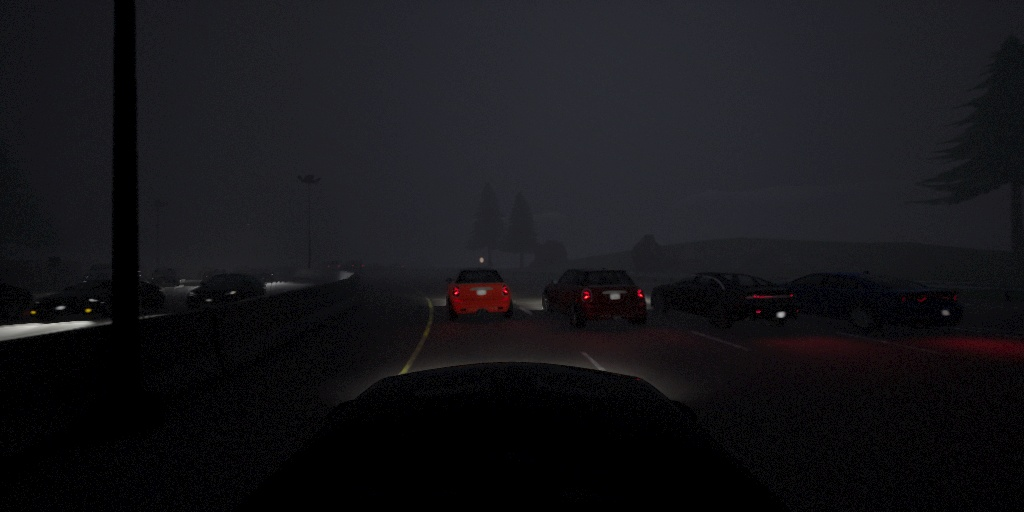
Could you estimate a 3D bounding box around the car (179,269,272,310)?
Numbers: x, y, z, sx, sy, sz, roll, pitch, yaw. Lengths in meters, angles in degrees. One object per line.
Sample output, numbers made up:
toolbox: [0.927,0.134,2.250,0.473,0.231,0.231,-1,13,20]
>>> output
car: [-13.230,1.558,16.937,1.812,1.442,4.674,0,-1,-19]

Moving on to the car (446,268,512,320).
car: [-1.384,1.215,13.578,2.097,1.767,4.553,-1,-1,-11]

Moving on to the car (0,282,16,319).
car: [-18.904,1.560,11.683,1.837,1.490,4.892,1,-1,-15]

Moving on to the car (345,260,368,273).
car: [-25.527,1.712,57.379,2.150,2.045,5.566,0,-1,-42]

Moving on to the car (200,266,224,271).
car: [-28.680,1.953,34.719,1.895,1.301,4.718,0,-1,-42]

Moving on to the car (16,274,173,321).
car: [-16.045,1.606,14.198,1.994,1.385,4.181,0,-1,-17]

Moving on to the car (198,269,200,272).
car: [-39.315,2.046,46.469,1.882,1.535,5.008,0,0,-42]

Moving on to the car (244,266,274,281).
car: [-25.805,1.936,36.758,1.895,1.301,4.718,0,-1,-42]

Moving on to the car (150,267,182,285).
car: [-31.248,1.889,32.342,1.812,1.442,4.674,0,-1,-42]

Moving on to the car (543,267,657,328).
car: [2.489,1.157,11.925,2.097,1.767,4.553,-1,-1,-9]

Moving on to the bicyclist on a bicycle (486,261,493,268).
bicyclist on a bicycle: [-3.147,1.521,50.795,1.656,1.620,0.582,27,-18,-38]

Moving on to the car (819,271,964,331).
car: [9.832,1.192,10.880,1.882,1.535,5.008,0,0,-8]

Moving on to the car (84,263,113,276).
car: [-34.049,1.599,30.217,2.150,2.045,5.566,0,0,-42]

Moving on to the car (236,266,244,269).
car: [-36.413,2.076,48.477,1.812,1.442,4.674,0,-1,-42]

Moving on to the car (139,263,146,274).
car: [-45.856,1.853,43.277,2.150,2.045,5.566,0,-1,-42]

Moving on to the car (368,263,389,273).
car: [-22.917,1.962,59.712,1.882,1.535,5.008,0,-1,-42]

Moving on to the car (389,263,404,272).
car: [-20.329,1.984,62.069,1.837,1.490,4.892,0,-1,-42]

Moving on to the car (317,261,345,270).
car: [-28.114,1.726,55.021,2.150,2.045,5.566,0,-1,-42]

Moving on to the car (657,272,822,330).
car: [6.254,1.250,11.244,2.128,1.511,4.902,0,0,-9]
